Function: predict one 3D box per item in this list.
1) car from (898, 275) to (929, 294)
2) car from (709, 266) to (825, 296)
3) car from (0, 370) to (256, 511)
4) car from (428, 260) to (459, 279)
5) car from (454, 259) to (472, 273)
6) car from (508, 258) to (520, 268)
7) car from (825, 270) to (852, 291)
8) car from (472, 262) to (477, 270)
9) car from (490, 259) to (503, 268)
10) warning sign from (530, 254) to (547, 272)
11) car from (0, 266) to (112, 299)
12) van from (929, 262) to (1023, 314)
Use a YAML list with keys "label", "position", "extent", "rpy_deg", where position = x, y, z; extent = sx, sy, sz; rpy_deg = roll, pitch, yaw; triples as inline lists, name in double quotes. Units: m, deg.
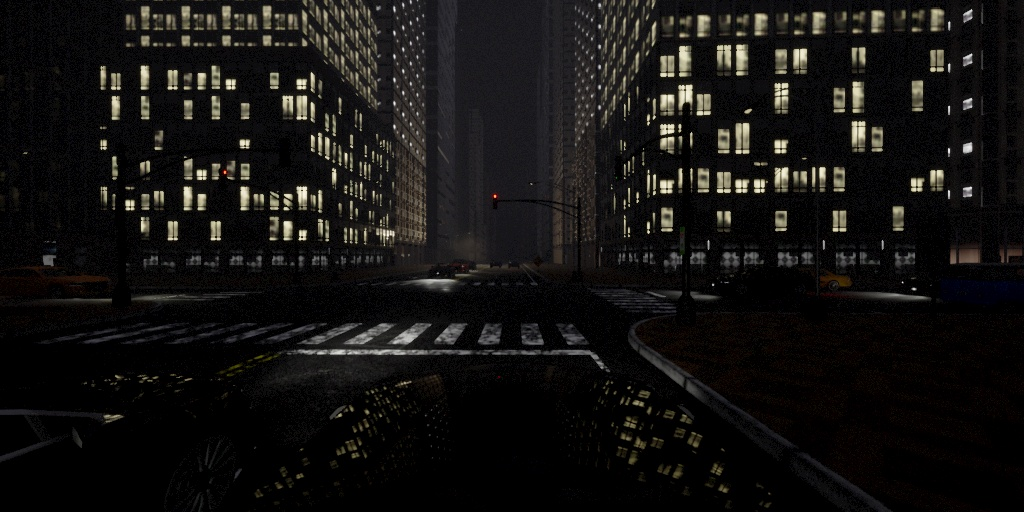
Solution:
- label: "car"
  position: [23.455, 1.324, 18.442]
  extent: [5.357, 1.411, 2.033]
  rpy_deg: [0, 0, 2]
- label: "car"
  position: [13.055, 1.274, 18.861]
  extent: [4.892, 1.490, 1.837]
  rpy_deg: [0, 0, 2]
- label: "car"
  position: [-3.154, 1.241, 1.148]
  extent: [2.128, 1.511, 4.902]
  rpy_deg: [0, 0, 0]
- label: "car"
  position: [-6.471, 1.345, 33.345]
  extent: [1.994, 1.385, 4.181]
  rpy_deg: [0, 0, 0]
- label: "car"
  position: [-6.430, 1.154, 43.342]
  extent: [2.097, 1.767, 4.553]
  rpy_deg: [0, 0, 0]
- label: "car"
  position: [0.344, 1.348, 61.769]
  extent: [2.128, 1.511, 4.902]
  rpy_deg: [0, 0, 0]
- label: "car"
  position: [17.166, 1.295, 21.295]
  extent: [4.829, 1.417, 1.751]
  rpy_deg: [0, 0, 2]
- label: "car"
  position: [-6.383, 1.378, 53.839]
  extent: [2.033, 1.411, 5.357]
  rpy_deg: [0, 0, 0]
- label: "car"
  position: [-2.896, 1.369, 63.777]
  extent: [1.837, 1.490, 4.892]
  rpy_deg: [0, 0, 0]
- label: "warning sign"
  position: [3.011, 0.912, 41.340]
  extent: [1.300, 1.860, 1.060]
  rpy_deg: [0, 0, 0]
- label: "car"
  position: [-22.310, 1.236, 17.166]
  extent: [5.008, 1.535, 1.882]
  rpy_deg: [0, 0, 0]
- label: "van"
  position: [18.403, 1.120, 13.118]
  extent: [3.998, 1.789, 1.690]
  rpy_deg: [0, 0, 2]
